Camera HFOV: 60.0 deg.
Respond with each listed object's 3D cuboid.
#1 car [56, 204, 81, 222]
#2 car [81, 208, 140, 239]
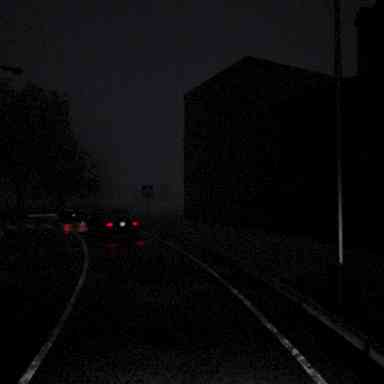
[{"bbox_3d":[-10.794,1.760,29.408,2.128,1.511,4.902,0,-1,-27],"label":"car"},{"bbox_3d":[-4.372,1.598,17.898,2.033,1.411,5.357,0,-1,-26],"label":"car"}]
